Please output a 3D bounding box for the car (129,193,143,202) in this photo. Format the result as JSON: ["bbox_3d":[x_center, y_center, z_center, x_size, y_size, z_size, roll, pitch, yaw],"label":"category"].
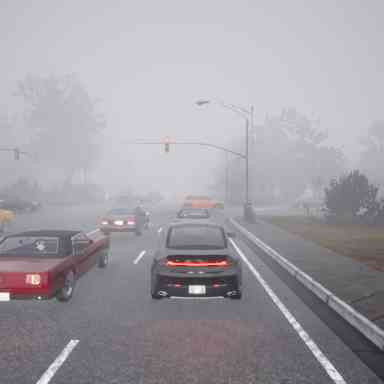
[{"bbox_3d":[-10.661,0.984,63.713,1.882,1.535,5.008,0,1,0],"label":"car"}]

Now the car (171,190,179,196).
[{"bbox_3d":[-4.882,0.279,94.774,2.097,1.767,4.553,0,1,-7],"label":"car"}]

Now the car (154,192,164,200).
[{"bbox_3d":[-7.220,0.872,73.671,1.882,1.535,5.008,0,1,-1],"label":"car"}]

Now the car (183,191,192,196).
[{"bbox_3d":[-1.402,0.460,95.140,2.033,1.411,5.357,0,1,-7],"label":"car"}]

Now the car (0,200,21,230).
[{"bbox_3d":[-10.482,1.389,15.692,1.882,1.535,5.008,0,0,1],"label":"car"}]

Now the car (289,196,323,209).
[{"bbox_3d":[13.675,1.216,38.383,4.902,1.511,2.128,0,0,-3],"label":"car"}]

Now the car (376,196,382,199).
[{"bbox_3d":[23.759,0.941,38.969,5.566,2.045,2.150,0,0,-3],"label":"car"}]

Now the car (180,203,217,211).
[{"bbox_3d":[0.084,1.496,17.656,1.895,1.301,4.718,0,0,0],"label":"car"}]

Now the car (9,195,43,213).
[{"bbox_3d":[-17.385,1.119,33.154,4.553,1.767,2.097,0,0,-7],"label":"car"}]

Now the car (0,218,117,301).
[{"bbox_3d":[-3.411,1.570,8.164,1.895,1.301,4.718,0,0,0],"label":"car"}]

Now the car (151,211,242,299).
[{"bbox_3d":[0.090,1.473,8.343,1.837,1.490,4.892,0,0,0],"label":"car"}]

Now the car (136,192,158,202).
[{"bbox_3d":[-7.180,1.149,53.306,2.033,1.411,5.357,0,0,0],"label":"car"}]

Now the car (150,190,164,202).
[{"bbox_3d":[-7.151,0.730,63.481,2.150,2.045,5.566,0,1,-1],"label":"car"}]

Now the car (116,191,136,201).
[{"bbox_3d":[-10.679,0.818,53.826,2.150,2.045,5.566,0,0,0],"label":"car"}]

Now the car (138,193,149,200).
[{"bbox_3d":[-10.724,0.987,73.799,1.895,1.301,4.718,0,1,-1],"label":"car"}]

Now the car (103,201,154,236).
[{"bbox_3d":[-3.442,1.442,17.753,2.033,1.411,5.357,0,0,-1],"label":"car"}]

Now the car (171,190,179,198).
[{"bbox_3d":[-4.124,0.760,84.726,2.128,1.511,4.902,0,1,-4],"label":"car"}]

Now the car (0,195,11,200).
[{"bbox_3d":[-19.223,1.277,29.257,5.008,1.535,1.882,0,0,-3],"label":"car"}]

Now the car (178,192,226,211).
[{"bbox_3d":[1.168,1.113,33.949,4.553,1.767,2.097,0,0,-3],"label":"car"}]
